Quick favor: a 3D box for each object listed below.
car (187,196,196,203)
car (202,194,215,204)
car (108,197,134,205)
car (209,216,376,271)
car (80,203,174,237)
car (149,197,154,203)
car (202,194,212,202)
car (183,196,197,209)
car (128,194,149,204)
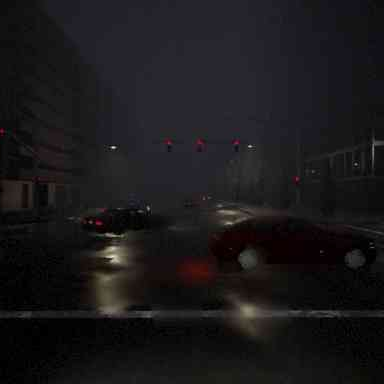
[{"bbox_3d":[-0.047,1.560,71.635,1.994,1.385,4.181,0,0,1],"label":"car"},{"bbox_3d":[3.419,1.491,64.627,2.128,1.511,4.902,0,0,1],"label":"car"},{"bbox_3d":[-7.488,1.526,34.132,1.812,1.442,4.674,0,0,0],"label":"car"},{"bbox_3d":[3.048,1.503,10.406,5.008,1.535,1.882,0,0,0],"label":"car"},{"bbox_3d":[-3.433,1.573,18.559,2.033,1.411,5.357,0,0,41],"label":"car"},{"bbox_3d":[-7.375,1.547,54.506,2.033,1.411,5.357,0,0,1],"label":"car"},{"bbox_3d":[3.418,1.355,74.492,2.097,1.767,4.553,0,0,1],"label":"car"},{"bbox_3d":[-0.253,1.547,46.035,2.033,1.411,5.357,0,0,1],"label":"car"},{"bbox_3d":[-7.480,1.221,44.042,2.150,2.045,5.566,0,0,1],"label":"car"}]
